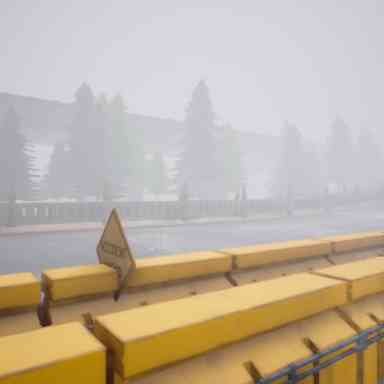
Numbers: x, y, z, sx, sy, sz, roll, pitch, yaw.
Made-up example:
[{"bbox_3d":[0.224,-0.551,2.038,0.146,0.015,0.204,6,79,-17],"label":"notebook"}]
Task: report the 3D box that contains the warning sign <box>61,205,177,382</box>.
[{"bbox_3d":[-1.010,1.134,4.439,1.060,1.860,1.300,1,0,-35],"label":"warning sign"}]
